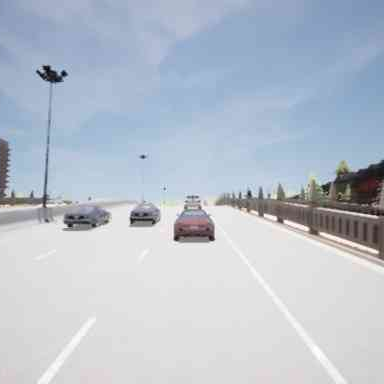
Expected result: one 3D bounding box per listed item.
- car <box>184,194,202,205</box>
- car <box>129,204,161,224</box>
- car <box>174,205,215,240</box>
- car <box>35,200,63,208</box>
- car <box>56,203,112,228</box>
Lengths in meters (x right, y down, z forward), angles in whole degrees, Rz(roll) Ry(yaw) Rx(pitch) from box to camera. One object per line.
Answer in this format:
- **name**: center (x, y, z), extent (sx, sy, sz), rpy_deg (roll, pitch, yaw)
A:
- **car**: center (0.105, 1.269, 43.286), extent (2.150, 2.045, 5.566), rpy_deg (0, 0, 0)
- **car**: center (-3.397, 1.567, 24.672), extent (2.033, 1.411, 5.357), rpy_deg (0, 0, 0)
- **car**: center (0.102, 1.573, 17.137), extent (1.994, 1.385, 4.181), rpy_deg (0, 0, 0)
- **car**: center (-13.997, 1.557, 33.118), extent (1.812, 1.442, 4.674), rpy_deg (0, 0, 0)
- **car**: center (-6.898, 1.564, 22.371), extent (2.033, 1.411, 5.357), rpy_deg (0, 0, 0)
